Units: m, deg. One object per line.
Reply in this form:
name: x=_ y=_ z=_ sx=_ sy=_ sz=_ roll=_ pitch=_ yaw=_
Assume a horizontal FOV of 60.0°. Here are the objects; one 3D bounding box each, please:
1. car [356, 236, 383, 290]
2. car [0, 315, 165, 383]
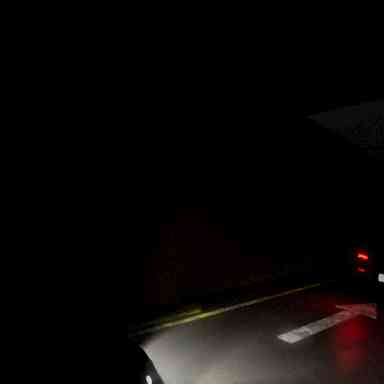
car: x=5.662 y=1.523 z=7.807 sx=4.674 sy=1.442 sz=1.812 roll=0 pitch=0 yaw=-35
car: x=-2.225 y=1.564 z=2.255 sx=4.181 sy=1.385 sz=1.994 roll=0 pitch=0 yaw=-35
